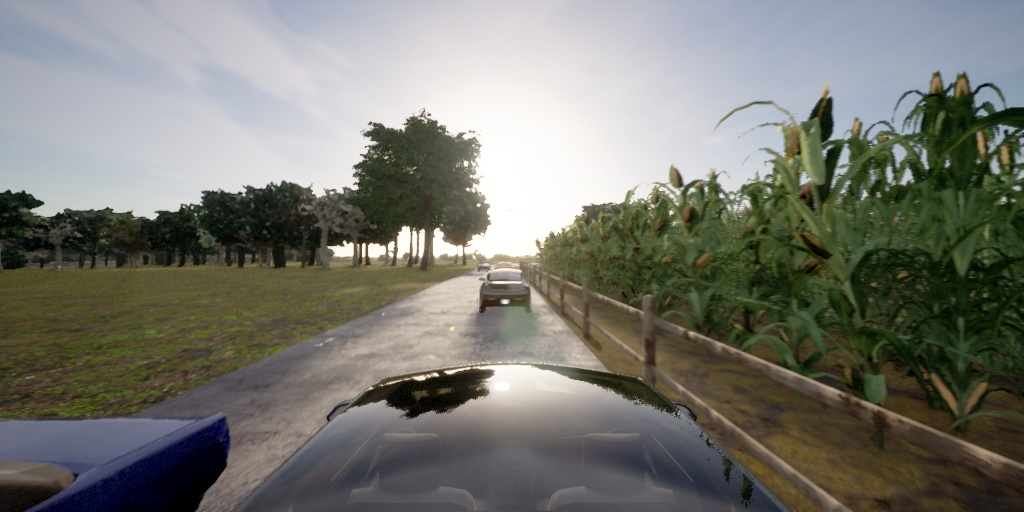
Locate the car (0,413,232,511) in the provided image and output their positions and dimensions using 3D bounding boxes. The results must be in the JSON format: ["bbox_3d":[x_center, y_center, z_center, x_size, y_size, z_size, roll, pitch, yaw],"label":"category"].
[{"bbox_3d":[-2.925,1.354,0.325,1.895,1.301,4.718,0,0,-1],"label":"car"}]

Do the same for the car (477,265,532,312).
[{"bbox_3d":[-0.276,1.267,14.321,1.837,1.490,4.892,0,0,-1],"label":"car"}]

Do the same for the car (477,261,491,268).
[{"bbox_3d":[-3.946,1.395,51.444,2.033,1.411,5.357,0,0,-1],"label":"car"}]

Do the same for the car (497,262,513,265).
[{"bbox_3d":[-0.673,1.279,32.604,1.882,1.535,5.008,0,0,-1],"label":"car"}]
